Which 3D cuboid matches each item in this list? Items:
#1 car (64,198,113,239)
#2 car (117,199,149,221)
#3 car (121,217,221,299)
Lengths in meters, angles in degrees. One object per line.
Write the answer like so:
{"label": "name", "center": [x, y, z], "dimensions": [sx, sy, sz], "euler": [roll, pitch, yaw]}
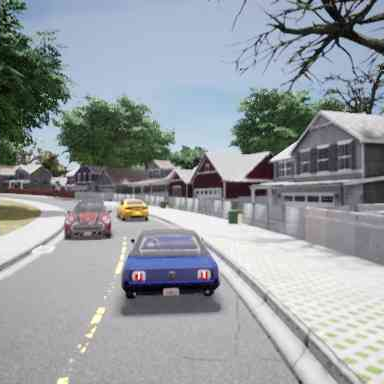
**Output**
{"label": "car", "center": [-5.160, 1.249, 16.878], "dimensions": [2.097, 1.767, 4.553], "euler": [0, 0, -14]}
{"label": "car", "center": [-4.630, 1.301, 25.584], "dimensions": [1.882, 1.535, 5.008], "euler": [0, 1, -19]}
{"label": "car", "center": [-0.612, 1.565, 8.403], "dimensions": [1.895, 1.301, 4.718], "euler": [0, 0, -6]}
